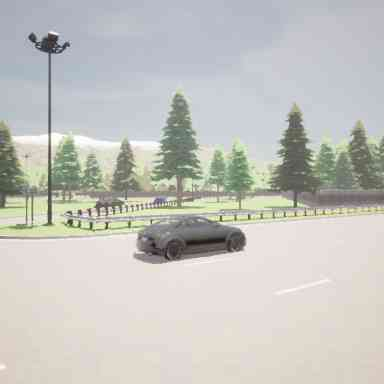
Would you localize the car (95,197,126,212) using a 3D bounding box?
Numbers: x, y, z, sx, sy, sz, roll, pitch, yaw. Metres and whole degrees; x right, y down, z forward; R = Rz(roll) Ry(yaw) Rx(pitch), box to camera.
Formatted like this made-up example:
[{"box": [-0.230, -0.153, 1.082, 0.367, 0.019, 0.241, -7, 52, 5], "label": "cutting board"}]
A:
[{"box": [-9.568, 1.352, 39.479, 2.097, 1.767, 4.553, 0, 0, 13], "label": "car"}]

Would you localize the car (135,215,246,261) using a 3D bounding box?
[{"box": [0.019, 1.563, 12.349, 4.181, 1.385, 1.994, 0, 0, -35], "label": "car"}]

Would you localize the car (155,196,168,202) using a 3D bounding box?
[{"box": [-6.055, 1.477, 65.676, 1.882, 1.535, 5.008, 0, 0, 6], "label": "car"}]
